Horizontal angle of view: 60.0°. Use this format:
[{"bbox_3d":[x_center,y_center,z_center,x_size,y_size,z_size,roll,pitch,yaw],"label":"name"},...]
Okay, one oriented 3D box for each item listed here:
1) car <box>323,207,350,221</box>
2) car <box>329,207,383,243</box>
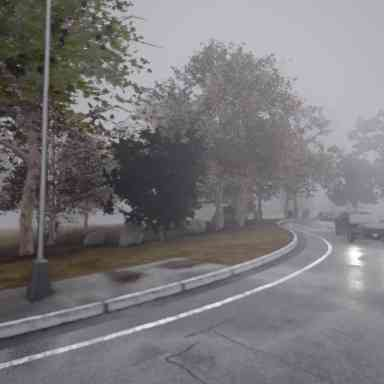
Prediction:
[{"bbox_3d":[15.645,2.328,34.982,4.892,1.490,1.837,2,-3,-39],"label":"car"},{"bbox_3d":[9.298,1.859,18.467,1.882,1.535,5.008,1,-1,11],"label":"car"}]
